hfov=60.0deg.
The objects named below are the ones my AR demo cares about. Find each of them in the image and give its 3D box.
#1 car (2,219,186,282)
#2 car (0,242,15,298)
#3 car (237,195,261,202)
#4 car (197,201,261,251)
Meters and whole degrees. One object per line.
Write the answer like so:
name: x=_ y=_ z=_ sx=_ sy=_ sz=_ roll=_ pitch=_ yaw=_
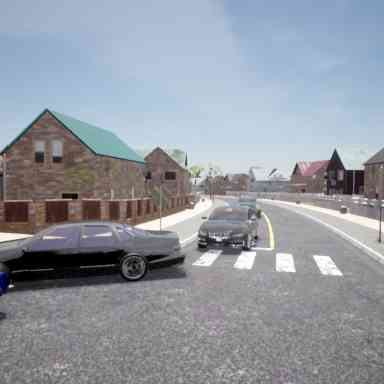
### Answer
car: x=-2.877 y=1.434 z=8.380 sx=5.357 sy=1.411 sz=2.033 roll=-1 pitch=1 yaw=-14
car: x=-5.687 y=1.588 z=5.628 sx=4.718 sy=1.301 sz=1.895 roll=0 pitch=1 yaw=17
car: x=4.395 y=1.088 z=26.487 sx=2.097 sy=1.767 sz=4.553 roll=1 pitch=1 yaw=9
car: x=1.605 y=1.337 z=13.515 sx=1.837 sy=1.490 sz=4.892 roll=1 pitch=1 yaw=17
